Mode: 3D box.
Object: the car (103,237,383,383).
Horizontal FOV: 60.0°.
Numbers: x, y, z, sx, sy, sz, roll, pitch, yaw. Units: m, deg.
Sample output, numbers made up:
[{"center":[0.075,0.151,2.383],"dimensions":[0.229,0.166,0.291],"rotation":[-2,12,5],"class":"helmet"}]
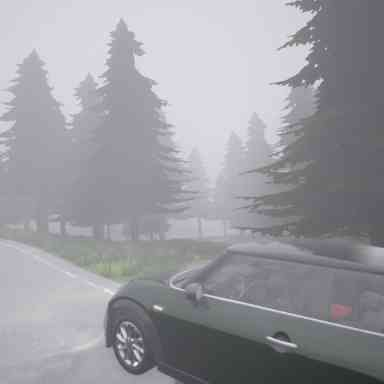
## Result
[{"center":[0.971,1.348,3.974],"dimensions":[4.553,1.767,2.097],"rotation":[0,1,39],"class":"car"}]
